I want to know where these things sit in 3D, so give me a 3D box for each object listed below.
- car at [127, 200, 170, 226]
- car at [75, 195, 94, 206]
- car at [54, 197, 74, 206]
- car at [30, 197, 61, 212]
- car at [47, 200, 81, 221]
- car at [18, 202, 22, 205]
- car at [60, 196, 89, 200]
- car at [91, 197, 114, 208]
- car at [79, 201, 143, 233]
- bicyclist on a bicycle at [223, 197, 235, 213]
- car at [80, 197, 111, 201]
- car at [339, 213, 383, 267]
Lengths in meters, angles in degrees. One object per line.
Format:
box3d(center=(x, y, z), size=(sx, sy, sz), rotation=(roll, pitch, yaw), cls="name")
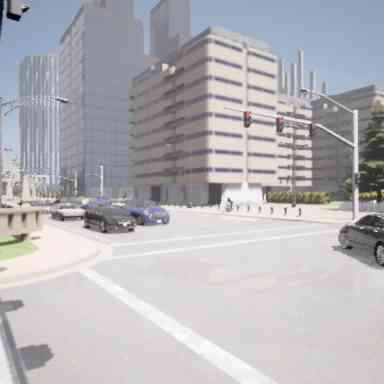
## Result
box3d(center=(-3.401, 1.355, 23.764), size=(2.097, 1.767, 4.553), rotation=(0, 0, -35), cls="car")
box3d(center=(-19.027, 1.414, 58.769), size=(2.097, 1.767, 4.553), rotation=(0, 0, -35), cls="car")
box3d(center=(-21.920, 1.569, 56.800), size=(2.128, 1.511, 4.902), rotation=(0, 0, -35), cls="car")
box3d(center=(-16.118, 1.553, 35.984), size=(2.128, 1.511, 4.902), rotation=(0, 0, -35), cls="car")
box3d(center=(-10.265, 1.638, 27.522), size=(1.895, 1.301, 4.718), rotation=(0, 0, -35), cls="car")
box3d(center=(-21.700, 1.686, 44.107), size=(1.895, 1.301, 4.718), rotation=(0, 0, -34), cls="car")
box3d(center=(-14.246, 1.402, 39.433), size=(2.097, 1.767, 4.553), rotation=(0, 0, -35), cls="car")
box3d(center=(-13.936, 1.544, 51.523), size=(1.837, 1.490, 4.892), rotation=(0, 0, -34), cls="car")
box3d(center=(-4.988, 1.519, 19.909), size=(1.837, 1.490, 4.892), rotation=(0, 0, -35), cls="car")
box3d(center=(3.672, 1.263, 32.839), size=(1.656, 1.620, 0.582), rotation=(-1, 0, -35), cls="bicyclist on a bicycle")
box3d(center=(-8.626, 1.503, 31.308), size=(1.882, 1.535, 5.008), rotation=(0, 0, -35), cls="car")
box3d(center=(6.618, 1.464, 11.196), size=(1.837, 1.490, 4.892), rotation=(1, 0, 4), cls="car")
